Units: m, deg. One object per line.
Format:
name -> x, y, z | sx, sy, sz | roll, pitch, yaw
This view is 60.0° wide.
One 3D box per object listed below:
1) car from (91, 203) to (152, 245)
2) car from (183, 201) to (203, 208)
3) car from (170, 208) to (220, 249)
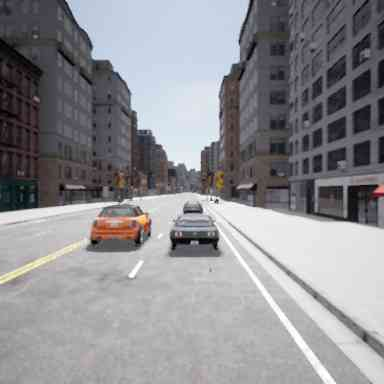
car -> -3.147, 1.352, 15.635 | 2.097, 1.767, 4.553 | 0, 0, 0
car -> 0.104, 1.565, 33.848 | 1.994, 1.385, 4.181 | 0, 0, 0
car -> 0.103, 1.601, 14.618 | 1.895, 1.301, 4.718 | 0, 0, 0
